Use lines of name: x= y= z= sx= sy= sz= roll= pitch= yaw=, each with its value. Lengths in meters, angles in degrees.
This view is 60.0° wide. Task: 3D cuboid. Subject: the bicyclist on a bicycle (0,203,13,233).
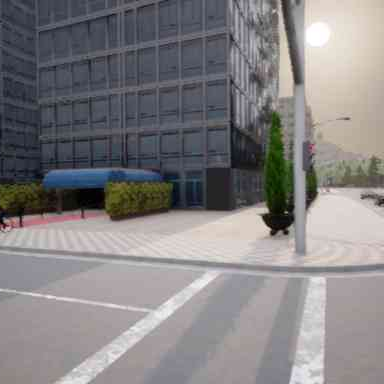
bicyclist on a bicycle: x=-8.904 y=1.139 z=15.205 sx=0.582 sy=1.620 sz=1.656 roll=0 pitch=1 yaw=21

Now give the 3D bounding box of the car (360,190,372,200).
car: x=25.616 y=0.384 z=48.352 sx=1.994 sy=1.385 sz=4.181 roll=0 pitch=1 yaw=22

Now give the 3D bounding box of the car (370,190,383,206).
car: x=19.620 y=0.751 z=33.644 sx=1.895 sy=1.301 sz=4.718 roll=0 pitch=1 yaw=22
